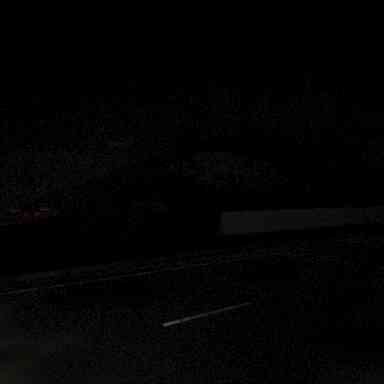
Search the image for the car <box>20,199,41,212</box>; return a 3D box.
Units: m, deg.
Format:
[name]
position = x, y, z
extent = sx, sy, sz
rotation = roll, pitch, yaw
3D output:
[car]
position = -19.503, 1.594, 40.096
extent = 1.812, 1.442, 4.674
rotation = 1, 0, -31
